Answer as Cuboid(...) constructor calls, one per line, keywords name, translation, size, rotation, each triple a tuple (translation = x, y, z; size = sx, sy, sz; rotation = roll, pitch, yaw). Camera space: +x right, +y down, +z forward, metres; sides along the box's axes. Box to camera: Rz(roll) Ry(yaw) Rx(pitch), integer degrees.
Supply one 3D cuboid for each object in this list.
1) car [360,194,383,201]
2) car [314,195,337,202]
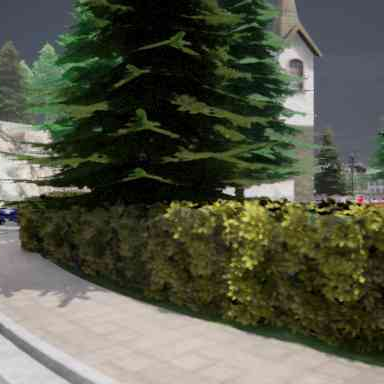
Cuboid(name="car", translation=(42.813, 1.362, 79.221), size=(3.633, 1.501, 1.845), rotation=(0, 0, 35))
Cuboid(name="car", translation=(27.969, 1.395, 71.333), size=(4.514, 1.523, 2.007), rotation=(0, 0, 35))
